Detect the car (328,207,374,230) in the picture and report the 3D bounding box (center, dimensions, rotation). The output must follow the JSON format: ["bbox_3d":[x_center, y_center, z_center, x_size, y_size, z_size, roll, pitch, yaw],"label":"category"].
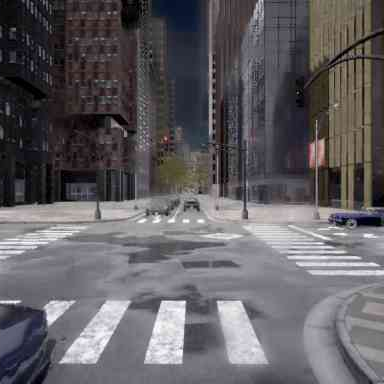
[{"bbox_3d":[11.029,1.602,20.629,4.718,1.301,1.895,0,0,0],"label":"car"}]

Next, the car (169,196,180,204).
[{"bbox_3d":[-3.257,1.475,62.708,1.882,1.535,5.008,0,0,0],"label":"car"}]

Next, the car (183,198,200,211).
[{"bbox_3d":[-0.059,1.504,41.322,1.837,1.490,4.892,0,0,0],"label":"car"}]

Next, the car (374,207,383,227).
[{"bbox_3d":[13.018,1.232,17.377,5.566,2.045,2.150,0,0,0],"label":"car"}]

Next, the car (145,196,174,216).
[{"bbox_3d":[-3.203,1.350,32.095,2.097,1.767,4.553,0,0,0],"label":"car"}]

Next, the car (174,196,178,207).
[{"bbox_3d":[-3.226,1.489,42.145,2.128,1.511,4.902,0,0,0],"label":"car"}]

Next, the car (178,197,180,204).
[{"bbox_3d":[-3.207,1.502,52.332,1.837,1.490,4.892,0,0,0],"label":"car"}]

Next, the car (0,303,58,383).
[{"bbox_3d":[-2.546,1.547,1.289,2.033,1.411,5.357,0,0,5],"label":"car"}]
